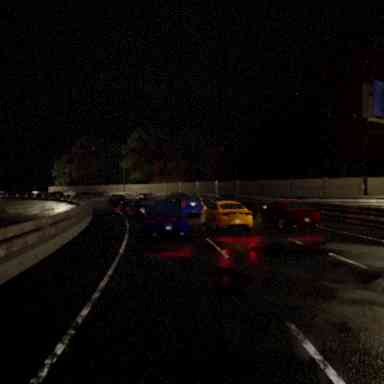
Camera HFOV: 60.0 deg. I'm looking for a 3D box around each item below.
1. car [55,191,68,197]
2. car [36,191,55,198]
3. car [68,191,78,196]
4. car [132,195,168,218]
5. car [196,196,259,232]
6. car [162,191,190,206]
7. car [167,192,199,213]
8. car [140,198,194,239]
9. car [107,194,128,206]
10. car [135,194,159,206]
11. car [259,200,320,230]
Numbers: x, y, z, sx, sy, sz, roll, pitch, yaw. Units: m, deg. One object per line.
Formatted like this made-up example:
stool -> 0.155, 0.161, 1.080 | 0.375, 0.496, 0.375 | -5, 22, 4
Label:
car -> -32.821, 0.496, 80.655 | 4.892, 1.490, 1.837 | 0, 1, 40
car -> -35.175, 0.585, 78.066 | 5.357, 1.411, 2.033 | 0, 1, 40
car -> -30.467, 0.471, 83.245 | 4.674, 1.442, 1.812 | 0, 1, 40
car -> -3.660, 1.228, 26.642 | 2.033, 1.411, 5.357 | -1, 1, -15
car -> 1.781, 1.226, 18.464 | 1.882, 1.535, 5.008 | -1, 1, -10
car -> -2.155, 0.805, 43.452 | 2.097, 1.767, 4.553 | -1, 1, -23
car -> -0.514, 0.990, 28.328 | 2.097, 1.767, 4.553 | -1, 1, -17
car -> -1.388, 1.278, 16.111 | 1.882, 1.535, 5.008 | -1, 1, -10
car -> -9.617, 1.034, 43.038 | 1.812, 1.442, 4.674 | -1, 1, -24
car -> -5.863, 1.046, 43.232 | 1.994, 1.385, 4.181 | -1, 1, -24
car -> 5.264, 1.198, 18.849 | 1.882, 1.535, 5.008 | -1, 1, -10
